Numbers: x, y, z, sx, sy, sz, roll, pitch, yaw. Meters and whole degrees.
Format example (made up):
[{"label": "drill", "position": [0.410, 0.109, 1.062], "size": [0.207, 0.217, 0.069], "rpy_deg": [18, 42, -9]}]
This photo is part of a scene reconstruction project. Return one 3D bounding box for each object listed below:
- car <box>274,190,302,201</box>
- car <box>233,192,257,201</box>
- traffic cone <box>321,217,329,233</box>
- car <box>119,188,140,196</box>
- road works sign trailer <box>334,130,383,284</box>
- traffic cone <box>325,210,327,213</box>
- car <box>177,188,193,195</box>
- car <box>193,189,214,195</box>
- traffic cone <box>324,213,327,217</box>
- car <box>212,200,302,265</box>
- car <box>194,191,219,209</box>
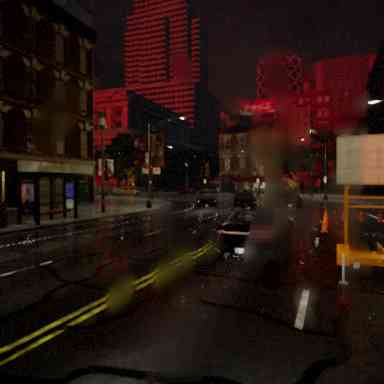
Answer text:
[{"label": "car", "position": [8.109, 0.819, 27.896], "size": [1.837, 1.490, 4.892], "rpy_deg": [1, 1, 12]}, {"label": "car", "position": [4.758, 0.750, 29.964], "size": [1.882, 1.535, 5.008], "rpy_deg": [0, 1, 7]}, {"label": "traffic cone", "position": [6.148, 1.571, 15.418], "size": [0.340, 0.580, 0.340], "rpy_deg": [0, 1, 22]}, {"label": "car", "position": [-12.646, -0.106, 67.304], "size": [5.008, 1.535, 1.882], "rpy_deg": [1, 2, 36]}, {"label": "road works sign trailer", "position": [4.860, 0.251, 8.345], "size": [2.380, 3.560, 2.880], "rpy_deg": [0, 1, 22]}, {"label": "traffic cone", "position": [7.668, 1.479, 19.117], "size": [0.340, 0.580, 0.340], "rpy_deg": [0, 1, 22]}, {"label": "car", "position": [-1.092, -0.165, 70.840], "size": [4.674, 1.452, 2.002], "rpy_deg": [1, 2, 42]}, {"label": "car", "position": [2.989, -0.004, 66.819], "size": [1.895, 1.301, 4.718], "rpy_deg": [-1, 2, -38]}, {"label": "traffic cone", "position": [6.908, 1.525, 17.268], "size": [0.340, 0.580, 0.340], "rpy_deg": [0, 1, 22]}, {"label": "car", "position": [2.170, 1.227, 10.762], "size": [2.128, 1.511, 4.902], "rpy_deg": [0, 1, 22]}, {"label": "car", "position": [1.547, 0.847, 31.384], "size": [1.895, 1.301, 4.718], "rpy_deg": [0, 1, 6]}]
